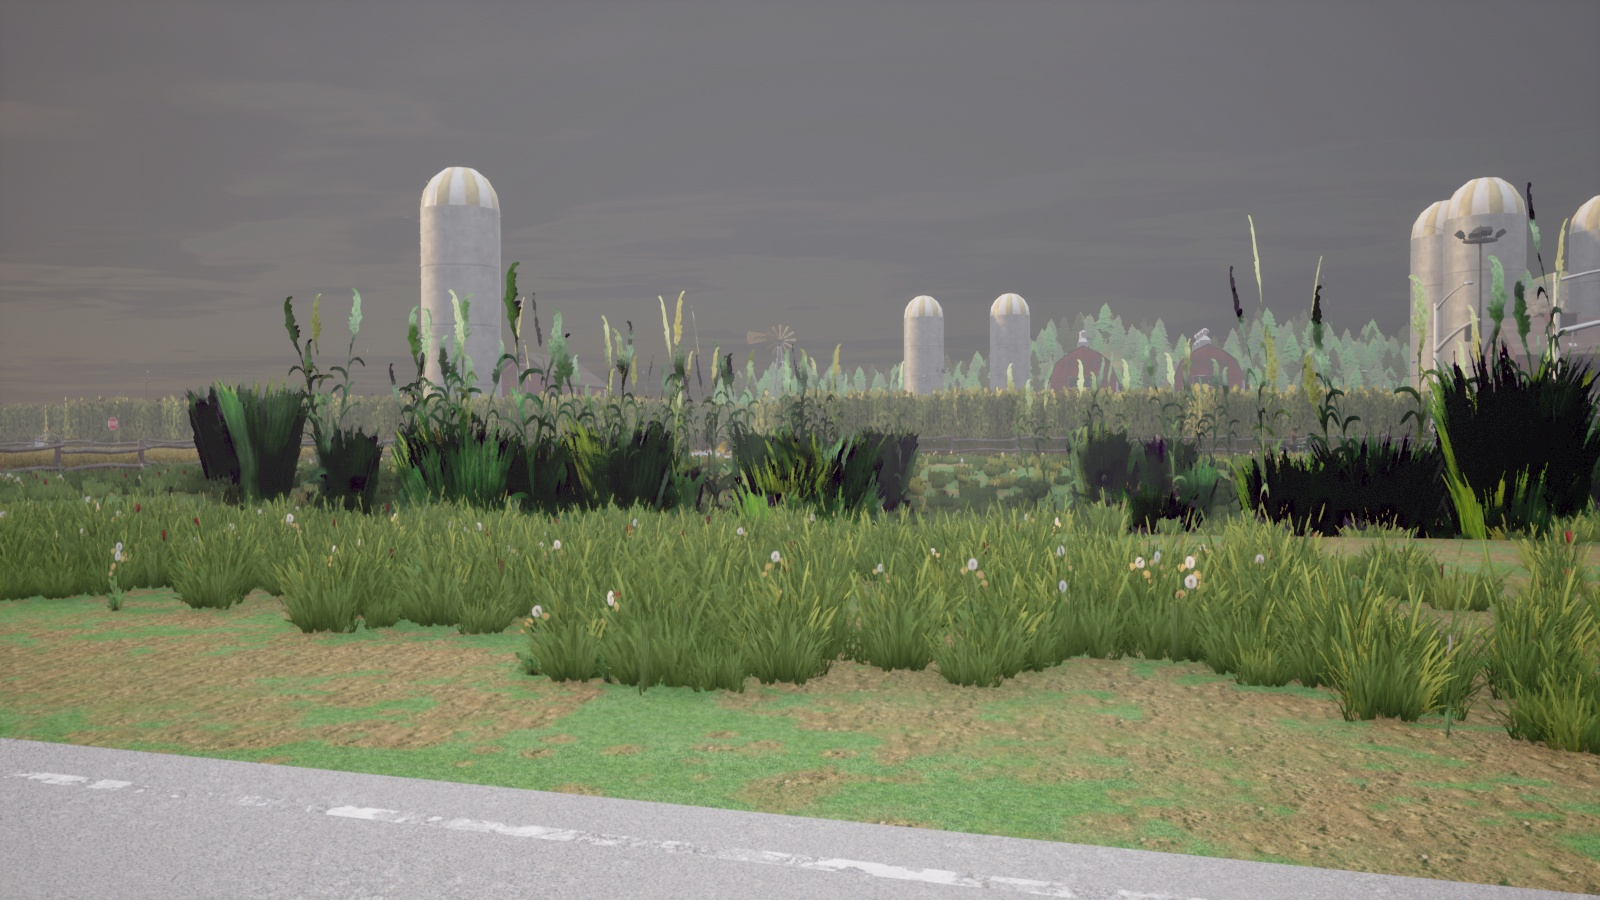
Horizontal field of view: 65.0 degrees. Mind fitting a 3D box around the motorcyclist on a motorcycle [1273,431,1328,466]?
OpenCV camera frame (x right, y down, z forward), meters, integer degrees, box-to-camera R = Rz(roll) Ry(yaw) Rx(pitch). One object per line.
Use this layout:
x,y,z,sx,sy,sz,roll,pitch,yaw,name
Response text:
23.929,-0.096,60.097,2.350,1.649,0.766,1,1,13,motorcyclist on a motorcycle
